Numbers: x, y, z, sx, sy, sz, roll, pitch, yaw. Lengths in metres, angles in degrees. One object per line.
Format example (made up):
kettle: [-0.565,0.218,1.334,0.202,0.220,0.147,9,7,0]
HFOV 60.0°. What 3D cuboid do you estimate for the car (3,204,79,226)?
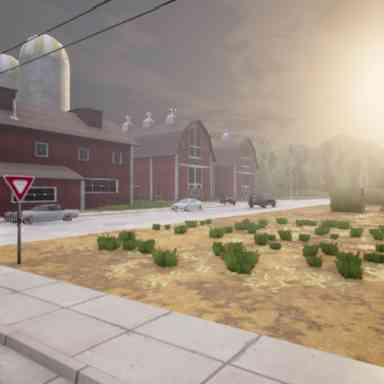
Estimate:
car: [-10.408,1.548,23.241,1.895,1.301,4.718,0,0,35]

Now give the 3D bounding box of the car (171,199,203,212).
car: [-0.464,1.473,37.627,1.812,1.442,4.674,0,0,34]

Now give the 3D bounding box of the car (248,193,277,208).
car: [9.789,1.173,46.099,2.150,2.045,5.566,0,0,36]

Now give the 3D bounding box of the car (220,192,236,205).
car: [5.846,1.086,53.979,1.905,1.878,3.866,6,1,-8]
